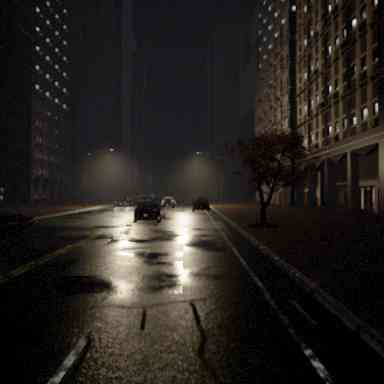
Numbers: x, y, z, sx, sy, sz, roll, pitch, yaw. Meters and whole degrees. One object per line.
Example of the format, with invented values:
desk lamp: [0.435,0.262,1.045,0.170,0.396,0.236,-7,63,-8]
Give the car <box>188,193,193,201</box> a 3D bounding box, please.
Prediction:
car: [-0.001,1.175,71.789,2.128,1.511,4.902,0,0,0]

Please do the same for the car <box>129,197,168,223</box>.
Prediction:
car: [-3.151,1.419,25.029,1.882,1.535,5.008,0,0,0]

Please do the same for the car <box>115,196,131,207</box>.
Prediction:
car: [-9.821,1.395,48.100,1.837,1.490,4.892,0,0,0]

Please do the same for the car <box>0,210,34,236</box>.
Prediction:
car: [-9.805,1.562,16.441,1.895,1.301,4.718,0,0,0]

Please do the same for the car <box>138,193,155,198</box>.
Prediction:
car: [-6.570,1.112,48.296,2.150,2.045,5.566,0,0,0]

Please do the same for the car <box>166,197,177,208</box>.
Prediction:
car: [-3.150,1.421,44.956,1.812,1.442,4.674,0,0,0]

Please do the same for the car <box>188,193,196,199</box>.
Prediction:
car: [0.000,1.127,87.942,1.882,1.535,5.008,0,0,0]

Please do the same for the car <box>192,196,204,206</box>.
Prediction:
car: [0.974,1.403,52.990,1.812,1.442,4.674,0,0,0]

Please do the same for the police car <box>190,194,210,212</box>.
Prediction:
police car: [0.974,1.339,37.099,1.930,1.638,5.238,0,0,0]

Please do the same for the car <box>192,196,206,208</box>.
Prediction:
car: [0.974,1.369,46.990,1.882,1.535,5.008,0,0,0]
